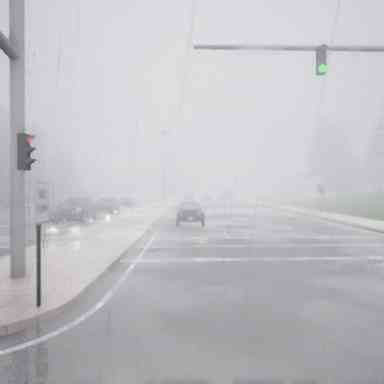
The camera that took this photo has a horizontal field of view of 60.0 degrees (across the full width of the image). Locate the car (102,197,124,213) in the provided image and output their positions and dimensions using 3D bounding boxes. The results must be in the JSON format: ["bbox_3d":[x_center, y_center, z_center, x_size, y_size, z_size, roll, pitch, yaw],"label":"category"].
[{"bbox_3d":[-8.368,1.256,32.713,1.837,1.490,4.892,0,0,-1],"label":"car"}]

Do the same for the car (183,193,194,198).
[{"bbox_3d":[-0.732,1.027,62.769,1.837,1.490,4.892,0,0,-1],"label":"car"}]

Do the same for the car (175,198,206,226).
[{"bbox_3d":[-0.118,1.360,21.727,1.812,1.442,4.674,0,0,-1],"label":"car"}]

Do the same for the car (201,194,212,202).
[{"bbox_3d":[2.767,1.047,62.830,1.812,1.442,4.674,0,0,-1],"label":"car"}]

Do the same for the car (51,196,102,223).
[{"bbox_3d":[-8.245,1.171,23.678,2.097,1.767,4.553,0,0,-1],"label":"car"}]

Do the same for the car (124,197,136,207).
[{"bbox_3d":[-8.462,1.276,42.657,1.895,1.301,4.718,0,0,0],"label":"car"}]

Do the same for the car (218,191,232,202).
[{"bbox_3d":[6.267,0.743,62.834,2.150,2.045,5.566,0,0,-1],"label":"car"}]
